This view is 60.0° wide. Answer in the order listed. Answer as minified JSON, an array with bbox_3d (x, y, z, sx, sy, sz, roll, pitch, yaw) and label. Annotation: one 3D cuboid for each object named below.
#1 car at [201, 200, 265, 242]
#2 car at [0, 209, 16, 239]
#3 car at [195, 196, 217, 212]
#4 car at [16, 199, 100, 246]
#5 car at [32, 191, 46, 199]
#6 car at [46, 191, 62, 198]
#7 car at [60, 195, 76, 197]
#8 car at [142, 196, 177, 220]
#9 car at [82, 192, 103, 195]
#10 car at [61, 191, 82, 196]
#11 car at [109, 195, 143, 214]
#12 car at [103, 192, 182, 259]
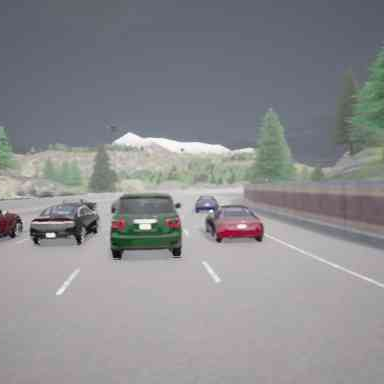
[{"bbox_3d":[1.752,1.265,14.728,1.994,1.385,4.181,-1,1,-5],"label":"car"},{"bbox_3d":[-8.658,1.180,13.324,2.097,1.767,4.553,-1,1,-5],"label":"car"},{"bbox_3d":[1.314,0.995,29.441,1.994,1.385,4.181,-1,1,2],"label":"car"},{"bbox_3d":[-5.228,1.270,14.240,2.128,1.511,4.902,-1,1,-5],"label":"car"},{"bbox_3d":[-26.779,0.620,60.138,1.837,1.490,4.892,-1,1,12],"label":"car"},{"bbox_3d":[-23.283,0.570,59.699,1.882,1.535,5.008,0,1,12],"label":"car"},{"bbox_3d":[-9.251,1.178,26.924,1.895,1.301,4.718,-1,1,1],"label":"car"},{"bbox_3d":[-2.284,1.097,24.959,2.033,1.411,5.357,-1,1,0],"label":"car"},{"bbox_3d":[-16.519,0.664,57.858,1.895,1.301,4.718,0,1,12],"label":"car"},{"bbox_3d":[-20.090,0.697,57.910,1.895,1.301,4.718,0,1,12],"label":"car"},{"bbox_3d":[-5.689,1.064,29.253,1.994,1.385,4.181,-1,1,1],"label":"car"},{"bbox_3d":[-1.541,1.009,11.959,2.150,2.045,5.566,-1,1,-5],"label":"car"}]
